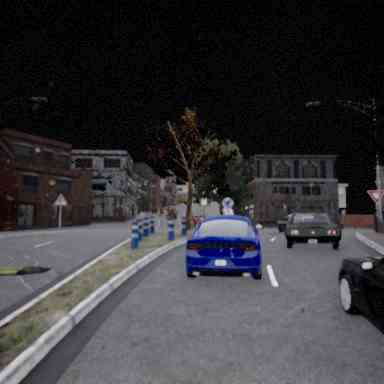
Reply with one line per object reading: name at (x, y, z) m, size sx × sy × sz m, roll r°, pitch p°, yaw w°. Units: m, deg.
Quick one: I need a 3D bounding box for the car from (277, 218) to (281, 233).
car at (8.060, 2.295, 24.485) m, size 1.837 × 1.490 × 4.892 m, roll -5°, pitch -7°, yaw 43°

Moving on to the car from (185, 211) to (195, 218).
car at (-0.504, 5.698, 84.594) m, size 2.033 × 1.411 × 5.357 m, roll 0°, pitch 0°, yaw 5°

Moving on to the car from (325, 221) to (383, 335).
car at (3.560, 1.450, 4.357) m, size 1.882 × 1.535 × 5.008 m, roll 0°, pitch 1°, yaw 5°

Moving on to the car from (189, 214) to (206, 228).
car at (1.035, 5.353, 62.198) m, size 2.150 × 2.045 × 5.566 m, roll 1°, pitch -1°, yaw -10°

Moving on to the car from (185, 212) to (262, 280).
car at (1.054, 1.420, 9.917) m, size 1.882 × 1.535 × 5.008 m, roll -1°, pitch 0°, yaw 10°

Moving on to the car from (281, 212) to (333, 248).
car at (4.849, 1.489, 13.699) m, size 1.895 × 1.301 × 4.718 m, roll -2°, pitch -2°, yaw 17°
